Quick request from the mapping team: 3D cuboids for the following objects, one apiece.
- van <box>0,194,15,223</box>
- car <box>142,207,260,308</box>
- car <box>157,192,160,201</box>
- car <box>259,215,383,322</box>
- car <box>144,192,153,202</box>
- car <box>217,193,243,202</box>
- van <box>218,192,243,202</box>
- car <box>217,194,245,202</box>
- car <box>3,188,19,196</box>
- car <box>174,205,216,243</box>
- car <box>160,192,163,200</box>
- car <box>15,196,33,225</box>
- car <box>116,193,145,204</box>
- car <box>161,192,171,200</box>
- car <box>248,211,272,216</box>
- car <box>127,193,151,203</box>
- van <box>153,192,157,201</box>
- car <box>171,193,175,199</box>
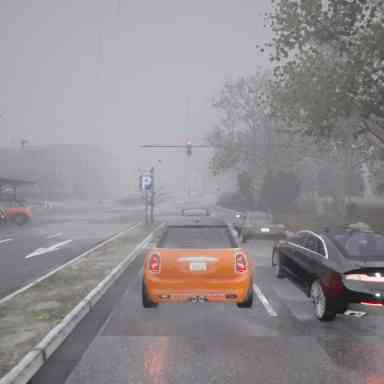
[{"bbox_3d":[-13.622,1.296,20.240,4.442,1.987,1.878,-1,0,-20],"label":"van"},{"bbox_3d":[0.104,1.363,8.121,2.097,1.767,4.553,0,0,0],"label":"car"},{"bbox_3d":[-10.081,1.320,72.982,4.892,1.521,2.231,-1,0,-14],"label":"car"},{"bbox_3d":[3.102,1.501,7.245,2.128,1.511,4.902,0,0,0],"label":"car"},{"bbox_3d":[-10.859,1.314,64.018,5.366,1.575,1.946,-1,0,-15],"label":"car"},{"bbox_3d":[7.604,1.140,66.608,4.553,1.767,2.185,1,0,-14],"label":"car"},{"bbox_3d":[7.224,1.041,63.638,4.442,1.987,1.878,1,0,-14],"label":"van"},{"bbox_3d":[8.138,1.263,69.602,5.366,1.575,1.946,1,0,-13],"label":"car"},{"bbox_3d":[-28.214,0.136,51.878,2.002,1.452,4.674,6,-3,-19],"label":"car"},{"bbox_3d":[0.154,1.531,17.207,1.837,1.490,4.892,0,0,1],"label":"car"},{"bbox_3d":[-9.711,1.358,75.978,4.674,1.452,2.002,-1,0,-13],"label":"car"},{"bbox_3d":[-13.649,1.402,23.217,4.553,1.767,2.185,-1,0,-19],"label":"car"},{"bbox_3d":[-11.501,1.357,61.026,4.792,1.488,2.163,-1,0,-15],"label":"car"},{"bbox_3d":[-8.532,1.356,84.963,4.674,1.452,2.002,-1,0,-12],"label":"car"},{"bbox_3d":[3.145,1.587,16.157,1.994,1.385,4.181,0,0,1],"label":"car"},{"bbox_3d":[-10.769,1.195,66.970,4.553,1.767,2.185,-1,0,-14],"label":"car"},{"bbox_3d":[-10.306,1.092,70.011,4.442,1.987,1.878,-1,0,-14],"label":"van"},{"bbox_3d":[-8.085,1.064,87.969,5.566,2.045,2.435,-1,0,-12],"label":"car"}]
